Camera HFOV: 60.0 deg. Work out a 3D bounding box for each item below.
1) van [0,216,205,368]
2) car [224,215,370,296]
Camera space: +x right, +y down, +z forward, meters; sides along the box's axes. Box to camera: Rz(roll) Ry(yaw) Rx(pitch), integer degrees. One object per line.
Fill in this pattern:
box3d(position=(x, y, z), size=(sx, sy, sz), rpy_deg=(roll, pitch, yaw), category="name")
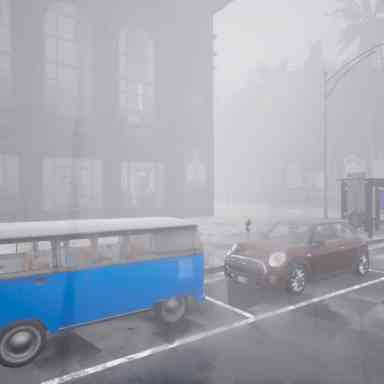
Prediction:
box3d(position=(-1.670, 1.341, 5.459), size=(3.998, 1.788, 1.690), rpy_deg=(0, 0, -35), category="van")
box3d(position=(2.751, 1.439, 8.605), size=(4.097, 1.590, 1.967), rpy_deg=(0, 0, -35), category="car")
